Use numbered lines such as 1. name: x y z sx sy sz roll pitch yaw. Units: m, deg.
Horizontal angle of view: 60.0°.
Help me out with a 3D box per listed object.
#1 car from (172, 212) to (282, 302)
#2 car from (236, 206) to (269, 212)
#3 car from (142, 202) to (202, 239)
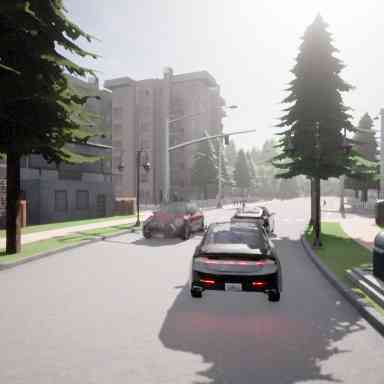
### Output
1. car: 1.111 1.492 8.367 2.128 1.511 4.902 0 0 9
2. car: 3.242 1.491 17.473 2.128 1.511 4.902 0 0 18
3. car: -0.790 1.351 16.915 2.097 1.767 4.553 0 0 17
